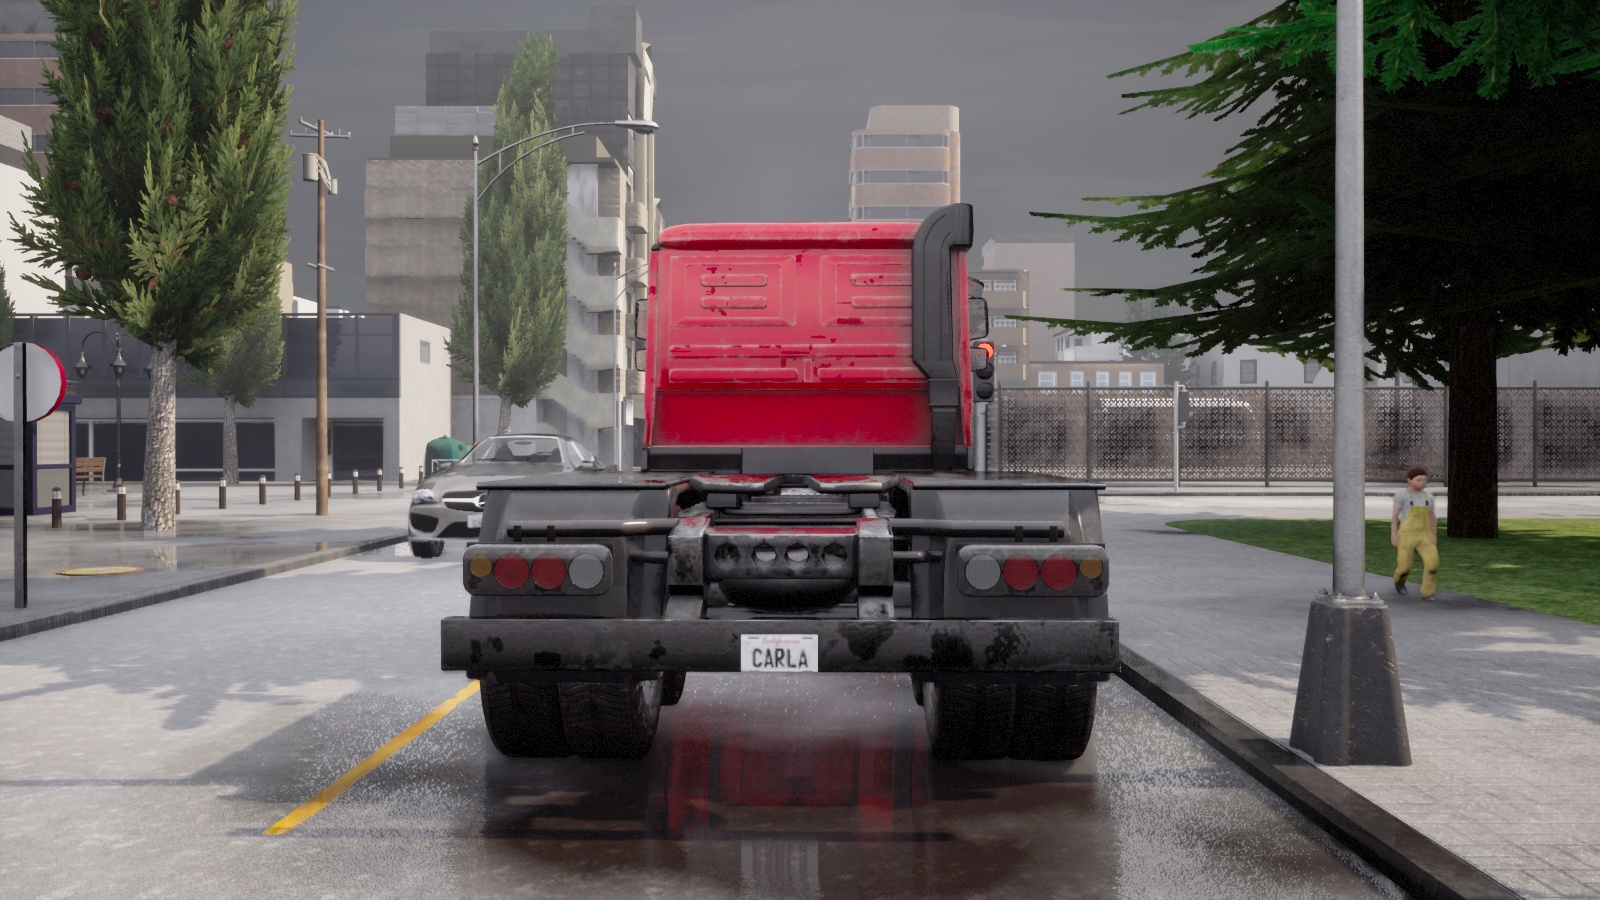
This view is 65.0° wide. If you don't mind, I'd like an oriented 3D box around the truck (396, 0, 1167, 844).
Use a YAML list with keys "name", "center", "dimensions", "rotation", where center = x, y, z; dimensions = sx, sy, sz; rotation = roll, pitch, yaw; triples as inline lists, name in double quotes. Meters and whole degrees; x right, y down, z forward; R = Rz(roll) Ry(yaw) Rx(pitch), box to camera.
- name: "truck"
  center: [0.020, -0.284, 8.679]
  dimensions: [2.891, 3.462, 7.936]
  rotation: [0, 0, 1]

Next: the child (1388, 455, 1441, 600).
- name: "child"
  center: [5.486, 0.677, 11.221]
  dimensions: [0.270, 1.263, 0.437]
  rotation: [0, 0, 3]

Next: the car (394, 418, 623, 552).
- name: "car"
  center: [-3.957, 0.420, 18.050]
  dimensions: [2.152, 1.651, 5.027]
  rotation: [0, 0, 0]

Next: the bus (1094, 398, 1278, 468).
- name: "bus"
  center: [23.857, -1.052, 78.208]
  dimensions: [10.273, 4.253, 3.944]
  rotation: [0, 0, 2]
